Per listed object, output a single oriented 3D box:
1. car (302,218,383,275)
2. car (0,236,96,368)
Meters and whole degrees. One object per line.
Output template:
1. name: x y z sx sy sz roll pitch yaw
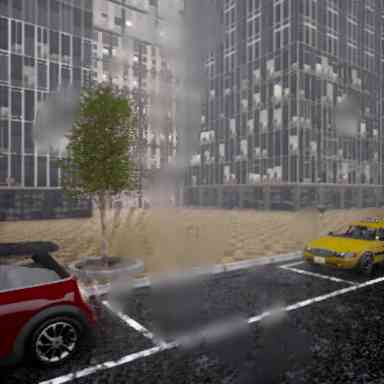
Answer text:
1. car: 5.430 1.525 10.430 4.829 1.417 1.752 0 0 -35
2. car: -3.442 1.441 4.105 4.097 1.590 1.967 0 0 -35
